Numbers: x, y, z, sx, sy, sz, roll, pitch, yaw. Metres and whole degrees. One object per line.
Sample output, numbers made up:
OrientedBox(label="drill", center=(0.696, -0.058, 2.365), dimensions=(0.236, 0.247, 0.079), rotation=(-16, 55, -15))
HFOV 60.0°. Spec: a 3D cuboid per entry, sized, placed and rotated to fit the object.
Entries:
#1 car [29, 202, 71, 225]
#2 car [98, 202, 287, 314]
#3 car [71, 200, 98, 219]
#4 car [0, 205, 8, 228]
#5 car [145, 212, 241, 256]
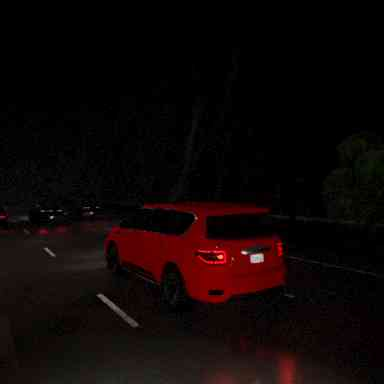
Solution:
OrientedBox(label="car", center=(-10.791, 1.484, 24.510), dimensions=(2.128, 1.511, 4.902), rotation=(0, 0, -33))
OrientedBox(label="car", center=(-0.307, 1.252, 8.072), dimensions=(2.150, 2.045, 5.566), rotation=(0, 0, -33))
OrientedBox(label="car", center=(-9.418, 1.473, 28.865), dimensions=(2.128, 1.511, 4.902), rotation=(0, 0, -33))
OrientedBox(label="car", center=(-13.136, 1.536, 21.678), dimensions=(2.033, 1.411, 5.357), rotation=(0, 0, -33))
OrientedBox(label="car", center=(-0.170, 1.643, 14.364), dimensions=(1.895, 1.301, 4.718), rotation=(0, 0, -33))
